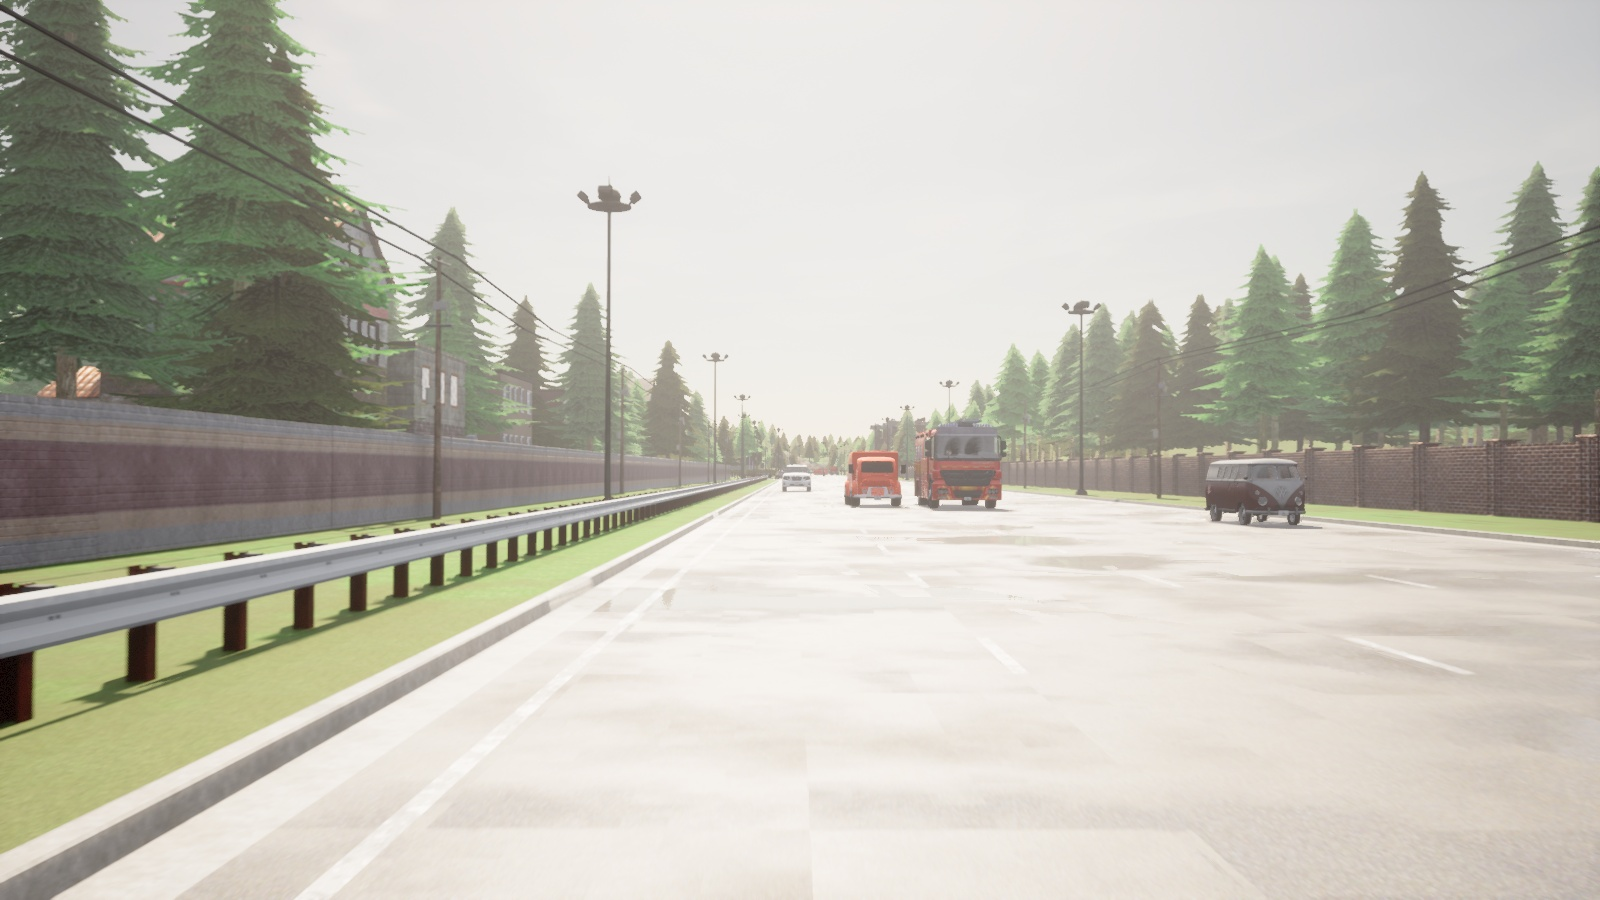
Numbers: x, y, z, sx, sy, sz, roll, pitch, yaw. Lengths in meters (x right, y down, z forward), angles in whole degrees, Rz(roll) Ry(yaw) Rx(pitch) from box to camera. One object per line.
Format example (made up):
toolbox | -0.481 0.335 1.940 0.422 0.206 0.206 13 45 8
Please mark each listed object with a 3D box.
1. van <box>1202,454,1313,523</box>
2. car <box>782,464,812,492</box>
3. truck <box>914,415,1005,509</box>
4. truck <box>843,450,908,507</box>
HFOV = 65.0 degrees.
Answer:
van | 13.907 1.155 38.444 1.775 1.987 4.442 0 -1 0
car | -0.230 2.133 95.463 2.150 2.045 5.566 0 -1 0
truck | 6.863 0.548 55.289 2.891 3.827 8.468 0 -1 0
truck | 3.361 1.266 56.864 2.627 2.467 5.204 0 -1 0
